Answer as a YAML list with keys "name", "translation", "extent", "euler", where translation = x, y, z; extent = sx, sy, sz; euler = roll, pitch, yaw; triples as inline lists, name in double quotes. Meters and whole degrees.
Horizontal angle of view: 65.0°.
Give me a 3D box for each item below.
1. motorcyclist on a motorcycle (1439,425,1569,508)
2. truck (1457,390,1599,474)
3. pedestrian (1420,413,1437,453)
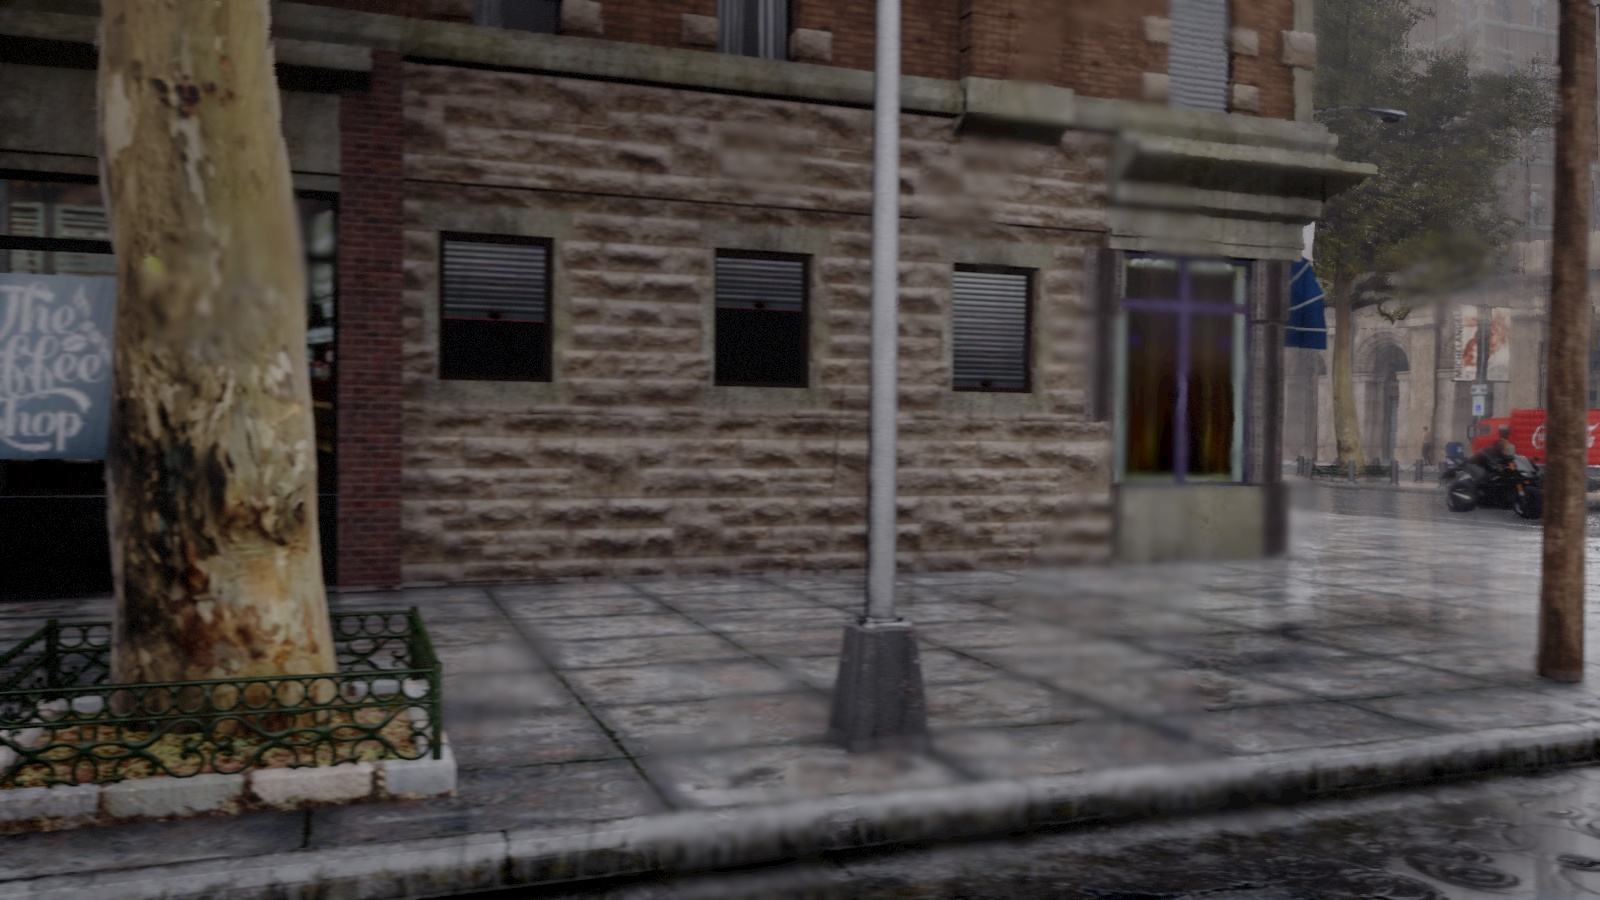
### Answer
- name: "motorcyclist on a motorcycle"
  translation: [13.740, 0.291, 24.586]
  extent: [0.866, 1.530, 2.191]
  euler: [-1, 1, -19]
- name: "truck"
  translation: [24.080, -0.587, 39.993]
  extent: [2.627, 2.467, 5.204]
  euler: [-1, 1, -20]
- name: "pedestrian"
  translation: [28.583, -0.769, 57.123]
  extent: [0.345, 1.836, 0.594]
  euler: [-1, 1, -20]
